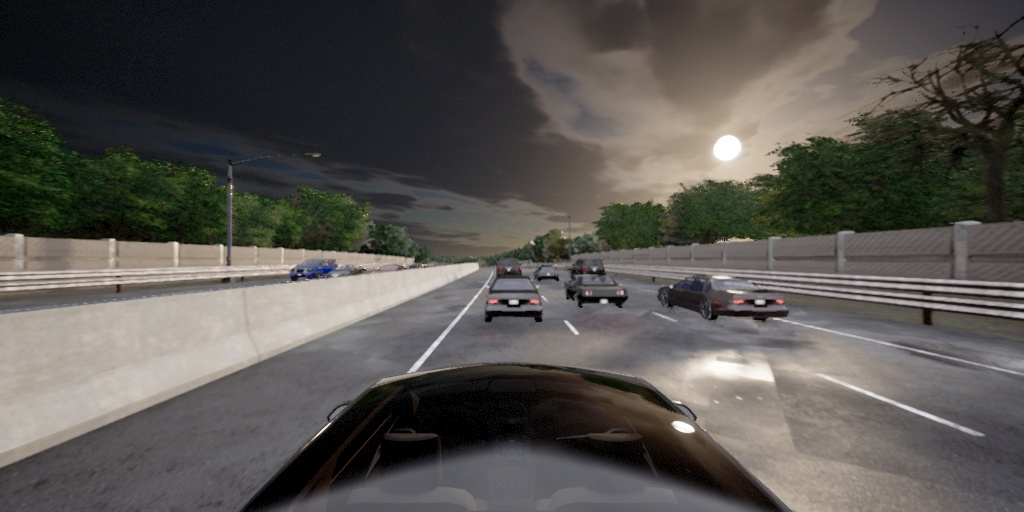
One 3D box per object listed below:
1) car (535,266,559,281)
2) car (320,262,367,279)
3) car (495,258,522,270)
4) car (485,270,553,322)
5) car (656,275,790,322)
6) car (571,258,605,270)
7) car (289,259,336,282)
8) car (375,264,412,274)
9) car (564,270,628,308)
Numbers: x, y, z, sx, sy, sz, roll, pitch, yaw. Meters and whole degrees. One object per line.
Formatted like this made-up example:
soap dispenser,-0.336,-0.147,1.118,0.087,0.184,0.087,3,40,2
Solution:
car,3.146,1.587,33.481,1.994,1.385,4.181,0,-1,-2
car,-14.510,1.506,31.819,2.128,1.511,4.902,0,-1,-1
car,-0.309,1.232,31.948,2.150,2.045,5.566,0,-1,-1
car,0.032,1.385,12.729,2.033,1.411,5.357,0,-1,0
car,7.032,1.383,12.709,2.033,1.411,5.357,0,-1,0
car,6.692,1.231,32.040,2.150,2.045,5.566,0,-1,-1
car,-18.038,1.249,33.064,2.150,2.045,5.566,0,-1,-2
car,-11.039,1.502,33.032,1.882,1.535,5.008,0,-1,-2
car,3.497,1.466,15.921,1.895,1.301,4.718,0,-1,-1
